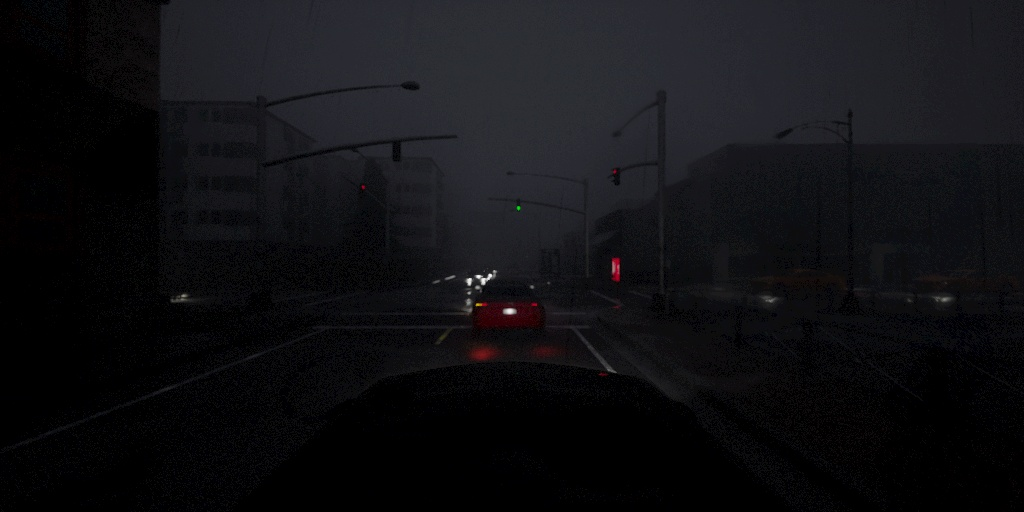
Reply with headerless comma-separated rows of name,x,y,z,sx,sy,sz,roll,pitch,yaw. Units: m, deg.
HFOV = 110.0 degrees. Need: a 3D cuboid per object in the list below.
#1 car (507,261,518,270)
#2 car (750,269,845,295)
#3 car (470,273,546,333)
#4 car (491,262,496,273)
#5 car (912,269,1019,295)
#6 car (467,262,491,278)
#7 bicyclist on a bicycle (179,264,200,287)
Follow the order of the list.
car,0.145,1.664,61.006,2.128,1.511,4.902,0,0,0
car,17.310,1.549,21.883,5.008,1.535,1.882,0,0,0
car,-0.202,1.380,11.018,1.994,1.385,4.181,0,0,-4
car,-3.553,1.686,48.721,1.895,1.301,4.718,0,0,0
car,27.535,1.549,21.897,5.008,1.535,1.882,0,0,0
car,-3.571,1.539,38.688,1.812,1.442,4.674,0,0,0
bicyclist on a bicycle,-23.018,1.397,25.593,0.582,1.620,1.656,0,0,0
